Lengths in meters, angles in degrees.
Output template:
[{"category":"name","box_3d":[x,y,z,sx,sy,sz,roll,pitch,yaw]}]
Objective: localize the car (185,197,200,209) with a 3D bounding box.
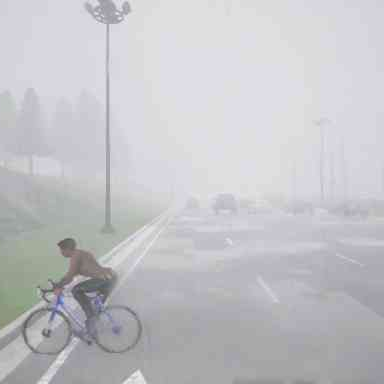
[{"category":"car","box_3d":[0.039,1.547,44.318,2.033,1.411,5.357,0,0,0]}]

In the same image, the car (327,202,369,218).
[{"category":"car","box_3d":[14.053,1.601,30.336,1.895,1.301,4.718,0,0,0]}]

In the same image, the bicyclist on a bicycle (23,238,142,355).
[{"category":"bicyclist on a bicycle","box_3d":[-1.531,1.455,4.589,1.656,1.620,0.582,-2,0,0]}]

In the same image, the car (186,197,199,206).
[{"category":"car","box_3d":[0.017,1.547,54.994,2.033,1.411,5.357,0,0,-3]}]

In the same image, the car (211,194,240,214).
[{"category":"car","box_3d":[3.496,1.221,35.642,2.150,2.045,5.566,0,0,1]}]

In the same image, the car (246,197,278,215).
[{"category":"car","box_3d":[7.040,1.526,33.992,1.812,1.442,4.674,0,0,0]}]

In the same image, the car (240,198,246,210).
[{"category":"car","box_3d":[7.019,1.478,43.983,1.882,1.535,5.008,0,0,0]}]

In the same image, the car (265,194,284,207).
[{"category":"car","box_3d":[10.517,1.221,43.331,2.150,2.045,5.566,0,0,0]}]

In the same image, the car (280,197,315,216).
[{"category":"car","box_3d":[10.546,1.505,32.906,1.837,1.490,4.892,0,0,0]}]

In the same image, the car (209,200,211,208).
[{"category":"car","box_3d":[3.481,1.526,46.042,1.812,1.442,4.674,0,0,0]}]
